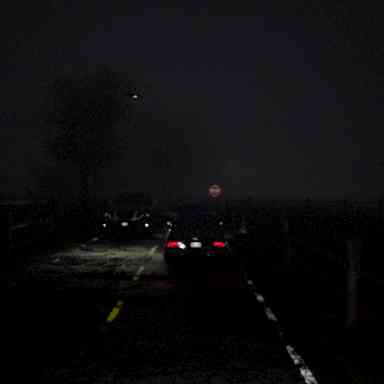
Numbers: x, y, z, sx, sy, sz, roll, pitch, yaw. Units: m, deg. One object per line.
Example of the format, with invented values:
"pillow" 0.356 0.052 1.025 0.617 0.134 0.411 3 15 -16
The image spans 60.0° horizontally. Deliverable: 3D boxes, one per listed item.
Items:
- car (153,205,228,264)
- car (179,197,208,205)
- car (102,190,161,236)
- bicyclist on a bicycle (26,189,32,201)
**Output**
"car" 0.097 1.372 11.109 2.033 1.411 5.357 0 1 0
"car" 0.084 1.114 23.181 1.882 1.535 5.008 0 1 0
"car" -2.840 0.955 16.856 2.150 2.045 5.566 0 1 0
"bicyclist on a bicycle" -22.020 0.424 44.958 0.582 1.620 1.656 1 1 2
